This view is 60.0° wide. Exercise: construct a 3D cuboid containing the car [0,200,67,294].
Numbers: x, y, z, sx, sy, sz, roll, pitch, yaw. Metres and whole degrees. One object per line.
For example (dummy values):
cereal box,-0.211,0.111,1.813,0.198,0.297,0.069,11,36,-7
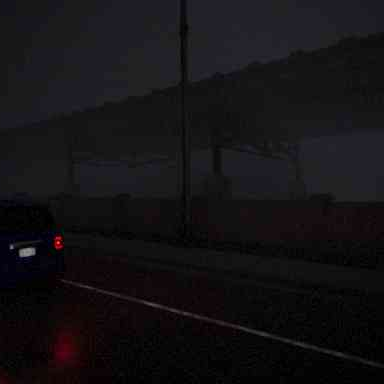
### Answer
car,-5.237,1.201,7.726,5.566,2.045,2.150,0,0,36
